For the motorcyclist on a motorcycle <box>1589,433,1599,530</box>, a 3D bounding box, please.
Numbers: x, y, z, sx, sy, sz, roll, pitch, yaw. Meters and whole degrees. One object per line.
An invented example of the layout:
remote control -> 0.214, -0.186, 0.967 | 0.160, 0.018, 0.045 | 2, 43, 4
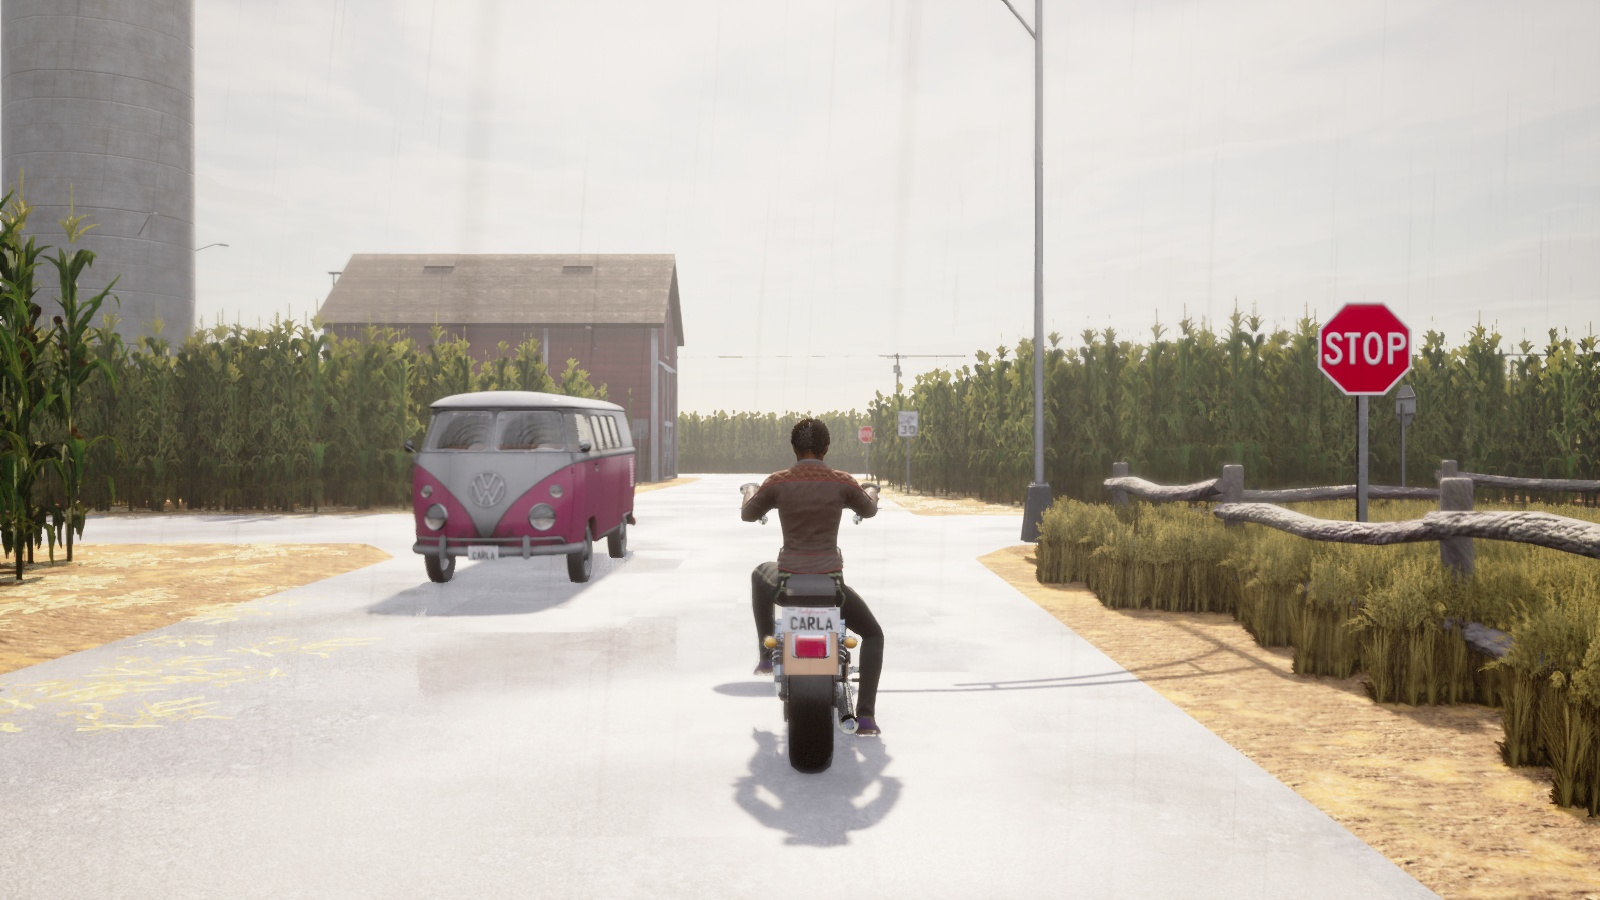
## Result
motorcyclist on a motorcycle -> 14.875, 0.550, 21.415 | 2.350, 1.649, 0.766 | 0, 0, 1

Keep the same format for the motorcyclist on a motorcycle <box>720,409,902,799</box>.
motorcyclist on a motorcycle -> 0.053, 0.647, 6.489 | 0.766, 1.649, 2.350 | 0, 0, 0

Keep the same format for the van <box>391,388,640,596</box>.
van -> -3.002, 0.358, 14.212 | 1.775, 1.987, 4.442 | 0, 1, 0
